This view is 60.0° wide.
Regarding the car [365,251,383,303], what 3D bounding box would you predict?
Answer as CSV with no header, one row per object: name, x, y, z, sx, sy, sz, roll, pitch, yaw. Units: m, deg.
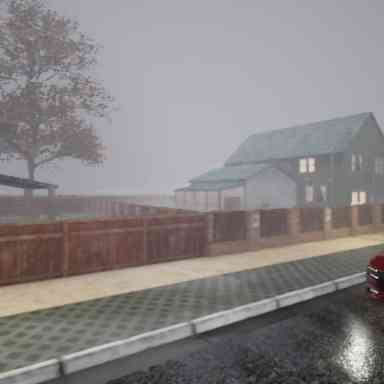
car,5.649,1.455,7.099,5.008,1.535,1.882,0,0,-36
